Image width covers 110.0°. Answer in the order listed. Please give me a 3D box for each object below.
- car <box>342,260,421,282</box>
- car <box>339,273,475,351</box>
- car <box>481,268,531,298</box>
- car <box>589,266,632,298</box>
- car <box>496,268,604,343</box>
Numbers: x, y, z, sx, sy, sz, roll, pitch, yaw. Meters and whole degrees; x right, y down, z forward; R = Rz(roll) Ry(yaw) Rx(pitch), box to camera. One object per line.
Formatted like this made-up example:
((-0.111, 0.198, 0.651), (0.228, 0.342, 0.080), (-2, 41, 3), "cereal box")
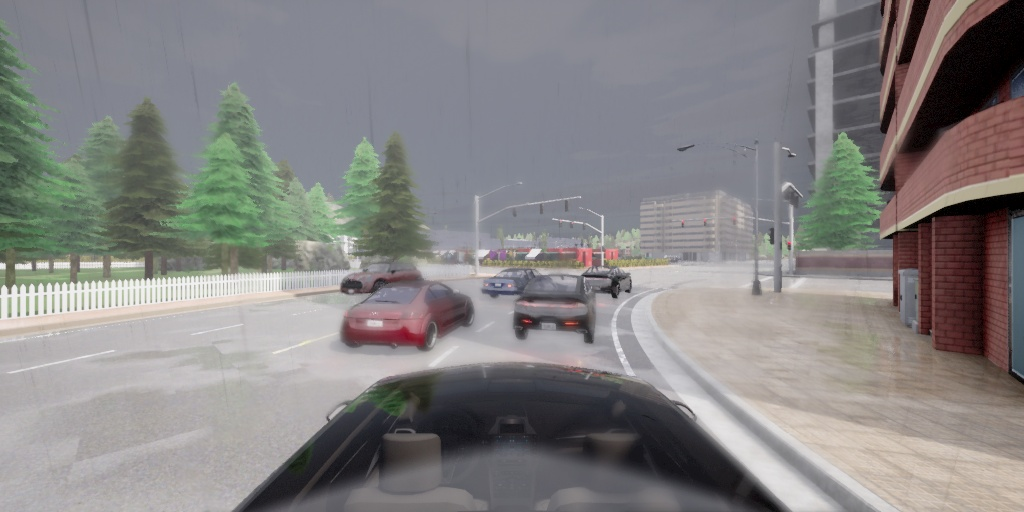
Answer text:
((-6.807, 1.101, 19.145), (2.097, 1.767, 4.553), (0, 0, 23), "car")
((-2.365, 1.314, 9.105), (1.994, 1.385, 4.181), (0, 0, 10), "car")
((0.463, 1.297, 17.823), (2.033, 1.411, 5.357), (0, 0, 25), "car")
((4.836, 1.236, 18.338), (2.128, 1.511, 4.902), (1, 1, 29), "car")
((1.344, 1.242, 9.777), (2.128, 1.511, 4.902), (0, 0, 14), "car")
